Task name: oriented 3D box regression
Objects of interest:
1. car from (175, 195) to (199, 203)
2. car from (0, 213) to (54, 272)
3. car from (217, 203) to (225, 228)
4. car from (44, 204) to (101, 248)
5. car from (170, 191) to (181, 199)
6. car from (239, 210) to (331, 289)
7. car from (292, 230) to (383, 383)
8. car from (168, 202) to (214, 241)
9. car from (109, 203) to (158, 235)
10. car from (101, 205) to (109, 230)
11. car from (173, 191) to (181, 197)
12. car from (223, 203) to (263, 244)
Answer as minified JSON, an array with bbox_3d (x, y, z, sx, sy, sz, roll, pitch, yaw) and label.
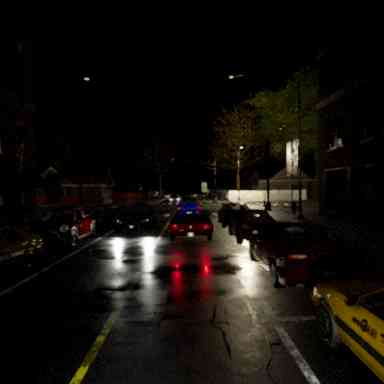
[{"bbox_3d":[-0.193,1.209,24.669,1.812,1.442,4.674,-1,1,-1],"label":"car"},{"bbox_3d":[-5.424,1.507,8.338,1.752,1.417,4.829,-1,1,-1],"label":"car"},{"bbox_3d":[2.493,1.269,19.622,1.947,1.339,4.313,-1,1,-1],"label":"car"},{"bbox_3d":[-5.480,1.349,14.025,1.967,1.590,4.097,-1,1,-1],"label":"car"},{"bbox_3d":[-3.709,0.668,72.441,1.837,1.490,4.892,-1,1,-1],"label":"car"},{"bbox_3d":[2.598,1.388,8.586,1.887,1.381,4.507,-1,1,-1],"label":"car"},{"bbox_3d":[2.649,1.437,3.239,1.752,1.417,4.829,-1,1,-1],"label":"car"},{"bbox_3d":[-0.052,1.398,15.614,1.895,1.301,4.718,-1,1,0],"label":"car"},{"bbox_3d":[-2.877,1.340,17.962,1.812,1.442,4.674,-1,1,-1],"label":"car"},{"bbox_3d":[-5.530,1.421,19.546,1.802,1.307,4.206,-1,1,-1],"label":"car"},{"bbox_3d":[-3.898,0.522,88.037,2.033,1.411,5.357,-1,1,-1],"label":"car"},{"bbox_3d":[2.546,1.355,14.104,1.802,1.307,4.206,-1,1,-1],"label":"car"}]
